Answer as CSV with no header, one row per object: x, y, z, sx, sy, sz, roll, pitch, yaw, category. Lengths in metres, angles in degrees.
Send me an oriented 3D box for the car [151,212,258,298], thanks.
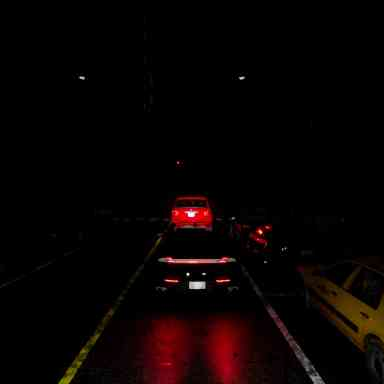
0.090,1.489,8.495,2.128,1.511,4.902,0,0,0,car

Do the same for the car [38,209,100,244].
-5.696,1.539,15.898,1.887,1.381,4.507,-1,0,0,car

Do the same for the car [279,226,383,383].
2.861,1.524,4.908,1.752,1.417,4.829,-1,0,0,car

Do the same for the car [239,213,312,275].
2.855,1.562,10.325,1.947,1.339,4.313,-1,0,0,car

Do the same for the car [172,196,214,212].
0.047,1.214,18.843,2.150,2.045,5.566,0,0,2,car

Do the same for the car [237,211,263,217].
2.850,1.576,15.910,1.802,1.307,4.206,-1,0,0,car
